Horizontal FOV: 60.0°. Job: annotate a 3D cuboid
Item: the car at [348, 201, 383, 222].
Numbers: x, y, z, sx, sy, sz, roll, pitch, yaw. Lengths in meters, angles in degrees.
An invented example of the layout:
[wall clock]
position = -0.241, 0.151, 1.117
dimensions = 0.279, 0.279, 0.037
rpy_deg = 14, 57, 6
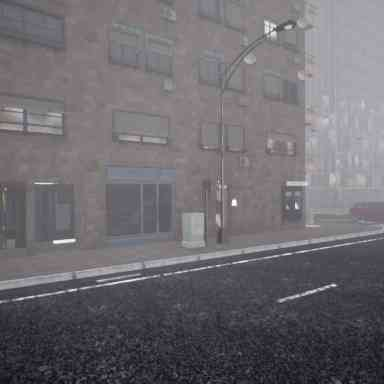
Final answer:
[car]
position = 14.627, 1.542, 25.875
dimensions = 2.097, 1.767, 4.553
rpy_deg = -1, 0, -29
